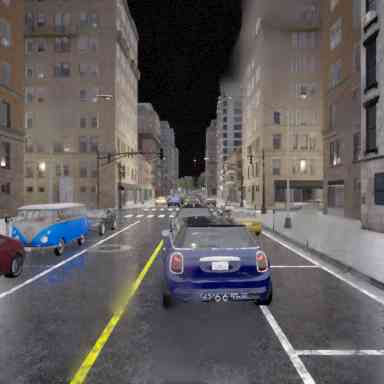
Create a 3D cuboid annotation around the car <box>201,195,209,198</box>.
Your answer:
[{"bbox_3d":[2.787,1.549,50.583,2.008,1.369,4.403,0,0,0],"label":"car"}]

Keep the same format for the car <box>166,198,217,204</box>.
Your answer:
[{"bbox_3d":[0.123,1.351,15.390,2.097,1.767,4.553,0,0,0],"label":"car"}]

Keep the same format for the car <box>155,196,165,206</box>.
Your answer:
[{"bbox_3d":[-5.221,1.523,56.117,1.752,1.417,4.829,0,0,0],"label":"car"}]

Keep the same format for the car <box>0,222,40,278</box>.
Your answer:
[{"bbox_3d":[-5.371,1.582,7.511,1.802,1.307,4.206,0,0,0],"label":"car"}]

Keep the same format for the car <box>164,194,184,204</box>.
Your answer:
[{"bbox_3d":[-2.692,1.476,50.462,1.882,1.535,5.008,0,0,0],"label":"car"}]

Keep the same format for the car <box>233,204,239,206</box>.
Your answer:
[{"bbox_3d":[2.698,1.525,18.471,1.752,1.417,4.829,0,0,0],"label":"car"}]

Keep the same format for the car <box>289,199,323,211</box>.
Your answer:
[{"bbox_3d":[13.705,1.515,38.313,4.718,1.301,1.895,0,0,0],"label":"car"}]

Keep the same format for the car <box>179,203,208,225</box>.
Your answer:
[{"bbox_3d":[0.092,1.563,25.052,1.994,1.385,4.181,0,0,0],"label":"car"}]

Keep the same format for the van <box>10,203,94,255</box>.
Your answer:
[{"bbox_3d":[-5.354,1.340,12.917,1.690,1.788,3.998,0,0,0],"label":"van"}]

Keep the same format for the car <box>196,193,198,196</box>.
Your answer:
[{"bbox_3d":[2.890,1.306,84.673,2.192,1.841,5.009,0,0,0],"label":"car"}]

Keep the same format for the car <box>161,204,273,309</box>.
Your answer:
[{"bbox_3d":[0.328,1.352,8.123,2.097,1.767,4.553,0,0,-5],"label":"car"}]

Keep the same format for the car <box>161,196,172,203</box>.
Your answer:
[{"bbox_3d":[-5.186,1.562,67.649,1.947,1.339,4.313,0,0,0],"label":"car"}]

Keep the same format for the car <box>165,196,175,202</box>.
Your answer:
[{"bbox_3d":[-5.152,1.543,79.012,2.008,1.369,4.403,0,0,0],"label":"car"}]

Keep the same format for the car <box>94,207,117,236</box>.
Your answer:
[{"bbox_3d":[-5.336,1.550,18.324,2.008,1.369,4.403,0,0,0],"label":"car"}]

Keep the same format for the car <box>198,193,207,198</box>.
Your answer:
[{"bbox_3d":[2.856,1.434,73.309,1.967,1.590,4.097,0,0,0],"label":"car"}]

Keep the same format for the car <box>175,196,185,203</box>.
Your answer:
[{"bbox_3d":[-2.540,1.519,70.556,1.812,1.442,4.674,0,0,0],"label":"car"}]

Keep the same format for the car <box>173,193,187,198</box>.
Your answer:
[{"bbox_3d":[-2.641,1.219,60.451,2.150,2.045,5.566,0,0,1],"label":"car"}]

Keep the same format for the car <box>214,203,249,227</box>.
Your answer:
[{"bbox_3d":[2.709,1.550,23.707,2.008,1.369,4.403,0,0,0],"label":"car"}]

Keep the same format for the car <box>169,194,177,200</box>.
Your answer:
[{"bbox_3d":[-5.118,1.429,90.374,1.967,1.590,4.097,0,0,0],"label":"car"}]
